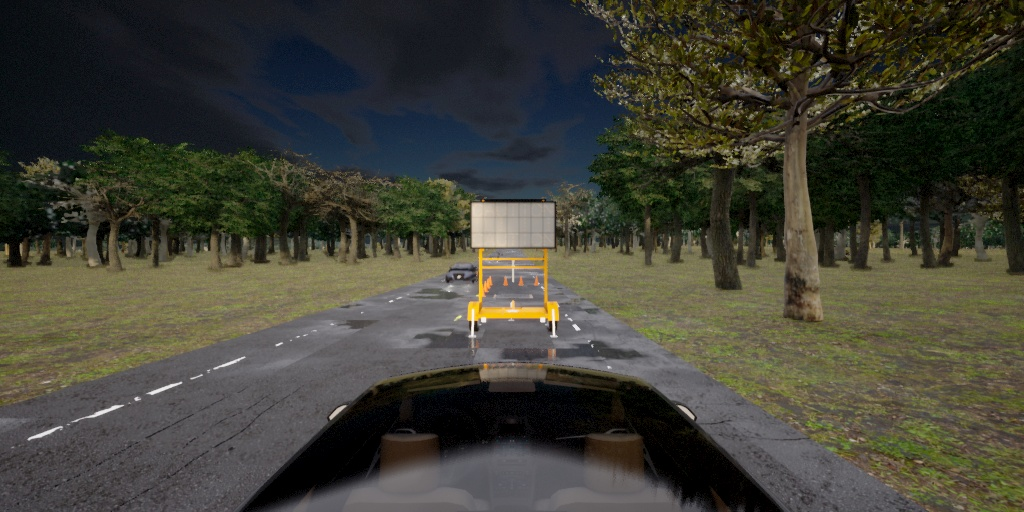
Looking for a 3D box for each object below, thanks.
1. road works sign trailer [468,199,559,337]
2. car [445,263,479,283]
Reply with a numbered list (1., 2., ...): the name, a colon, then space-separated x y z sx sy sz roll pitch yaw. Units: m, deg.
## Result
1. road works sign trailer: 0.034 0.198 10.187 2.380 3.560 2.880 0 0 0
2. car: -3.513 1.178 25.777 1.994 1.385 4.181 0 1 0
